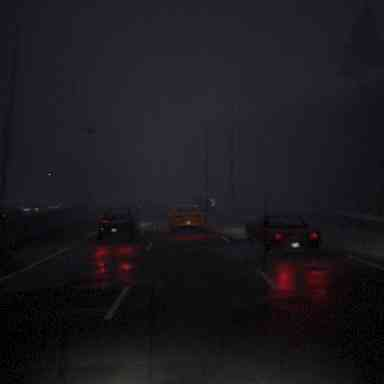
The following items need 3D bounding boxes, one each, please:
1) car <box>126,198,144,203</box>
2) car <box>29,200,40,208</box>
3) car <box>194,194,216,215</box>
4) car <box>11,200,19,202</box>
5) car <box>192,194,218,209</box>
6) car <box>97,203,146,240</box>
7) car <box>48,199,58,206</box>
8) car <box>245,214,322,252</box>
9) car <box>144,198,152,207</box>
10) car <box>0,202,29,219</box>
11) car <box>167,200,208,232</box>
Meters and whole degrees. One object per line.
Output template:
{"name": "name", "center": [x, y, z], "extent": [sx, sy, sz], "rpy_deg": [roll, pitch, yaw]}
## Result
{"name": "car", "center": [-6.574, 1.723, 36.524], "extent": [1.812, 1.442, 4.674], "rpy_deg": [-1, 0, -12]}
{"name": "car", "center": [-28.322, 2.154, 59.372], "extent": [1.812, 1.442, 4.674], "rpy_deg": [-1, 0, -22]}
{"name": "car", "center": [0.902, 1.412, 34.794], "extent": [2.097, 1.767, 4.553], "rpy_deg": [-1, 0, -10]}
{"name": "car", "center": [-38.016, 2.424, 71.314], "extent": [1.895, 1.301, 4.718], "rpy_deg": [-1, 0, -28]}
{"name": "car", "center": [1.755, 1.297, 47.978], "extent": [2.150, 2.045, 5.566], "rpy_deg": [0, 0, -16]}
{"name": "car", "center": [-3.837, 1.600, 17.981], "extent": [2.128, 1.511, 4.902], "rpy_deg": [-1, 0, -5]}
{"name": "car", "center": [-28.598, 2.186, 68.315], "extent": [2.033, 1.411, 5.357], "rpy_deg": [-1, 0, -26]}
{"name": "car", "center": [3.498, 1.570, 13.787], "extent": [1.895, 1.301, 4.718], "rpy_deg": [-1, 0, -3]}
{"name": "car", "center": [-8.073, 1.758, 55.737], "extent": [2.128, 1.511, 4.902], "rpy_deg": [-1, 0, -20]}
{"name": "car", "center": [-15.877, 1.871, 28.369], "extent": [1.812, 1.442, 4.674], "rpy_deg": [-1, 0, -9]}
{"name": "car", "center": [-0.476, 1.532, 20.780], "extent": [1.882, 1.535, 5.008], "rpy_deg": [0, 0, -6]}
